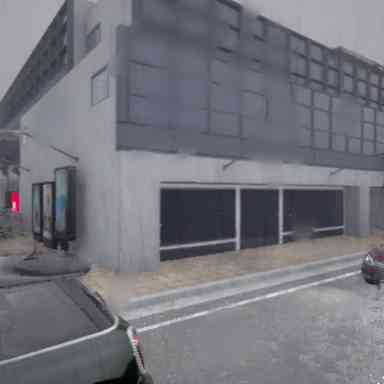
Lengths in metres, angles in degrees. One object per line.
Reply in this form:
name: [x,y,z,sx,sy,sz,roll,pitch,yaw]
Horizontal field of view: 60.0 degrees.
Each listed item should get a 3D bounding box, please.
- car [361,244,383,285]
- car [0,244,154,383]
car: [6.183,1.536,8.400,4.674,1.442,1.812,0,0,-35]
car: [-2.564,1.350,2.162,4.553,1.767,2.097,0,0,-36]
